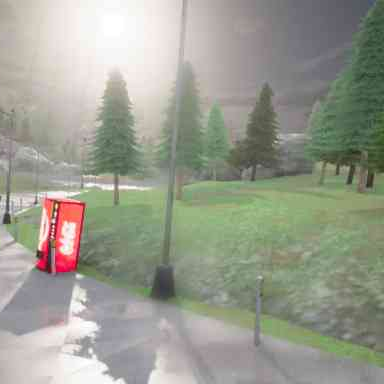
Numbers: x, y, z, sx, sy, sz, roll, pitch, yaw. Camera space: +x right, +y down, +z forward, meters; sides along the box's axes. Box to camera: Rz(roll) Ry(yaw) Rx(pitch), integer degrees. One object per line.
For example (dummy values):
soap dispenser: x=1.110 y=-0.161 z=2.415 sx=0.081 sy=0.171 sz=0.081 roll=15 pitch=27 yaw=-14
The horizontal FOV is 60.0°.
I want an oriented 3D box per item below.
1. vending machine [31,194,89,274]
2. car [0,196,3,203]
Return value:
vending machine: x=-3.862 y=1.202 z=9.760 sx=1.100 sy=2.100 sz=0.880 roll=7 pitch=1 yaw=-43
car: x=-22.061 y=0.664 z=35.839 sx=1.895 sy=1.301 sz=4.718 roll=4 pitch=1 yaw=-13
